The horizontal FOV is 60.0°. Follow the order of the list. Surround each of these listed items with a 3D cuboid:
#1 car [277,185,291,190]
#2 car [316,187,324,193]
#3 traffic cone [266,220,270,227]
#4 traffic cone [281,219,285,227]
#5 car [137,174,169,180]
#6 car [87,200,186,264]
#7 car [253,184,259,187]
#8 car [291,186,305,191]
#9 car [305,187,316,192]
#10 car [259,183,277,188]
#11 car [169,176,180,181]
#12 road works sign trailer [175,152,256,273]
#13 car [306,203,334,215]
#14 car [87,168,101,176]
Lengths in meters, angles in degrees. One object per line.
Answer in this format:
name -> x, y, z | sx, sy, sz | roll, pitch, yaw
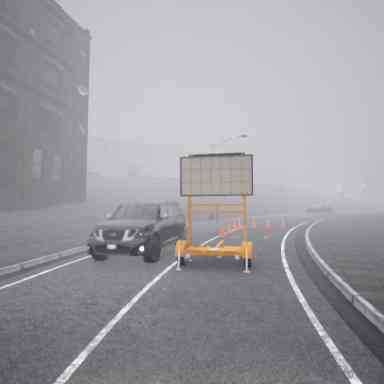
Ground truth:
car -> 19.902, -0.798, 76.328 | 4.674, 1.452, 2.002 | 4, -6, -39
car -> 32.416, -0.168, 87.320 | 5.566, 2.045, 2.435 | 5, -6, -42
traffic cone -> 5.299, 2.164, 23.152 | 0.340, 0.580, 0.340 | -2, -1, 17
traffic cone -> 6.253, 2.135, 22.862 | 0.340, 0.580, 0.340 | -2, -1, 17
car -> -7.133, -2.326, 56.832 | 4.892, 1.521, 2.231 | 2, -5, -33
car -> -1.815, 1.348, 12.835 | 2.150, 2.045, 5.566 | -1, -1, 14
car -> 11.079, -1.504, 69.387 | 4.553, 1.767, 2.185 | 3, -6, -36
car -> 24.048, -0.564, 79.814 | 4.892, 1.521, 2.231 | 4, -6, -40
car -> 28.276, -0.380, 83.538 | 4.553, 1.767, 2.185 | 4, -6, -41
car -> 15.606, -1.077, 72.874 | 4.792, 1.488, 2.163 | 3, -6, -38
car -> -2.499, -2.117, 59.824 | 4.892, 1.521, 2.231 | 3, -5, -33
road works sign trailer -> 0.841, 0.529, 11.035 | 2.380, 3.560, 2.880 | -1, -1, 12
car -> 17.092, 2.205, 44.278 | 5.008, 1.535, 1.882 | 1, -4, -41
car -> -16.328, -2.842, 50.923 | 4.553, 1.767, 2.185 | 2, -5, -33
